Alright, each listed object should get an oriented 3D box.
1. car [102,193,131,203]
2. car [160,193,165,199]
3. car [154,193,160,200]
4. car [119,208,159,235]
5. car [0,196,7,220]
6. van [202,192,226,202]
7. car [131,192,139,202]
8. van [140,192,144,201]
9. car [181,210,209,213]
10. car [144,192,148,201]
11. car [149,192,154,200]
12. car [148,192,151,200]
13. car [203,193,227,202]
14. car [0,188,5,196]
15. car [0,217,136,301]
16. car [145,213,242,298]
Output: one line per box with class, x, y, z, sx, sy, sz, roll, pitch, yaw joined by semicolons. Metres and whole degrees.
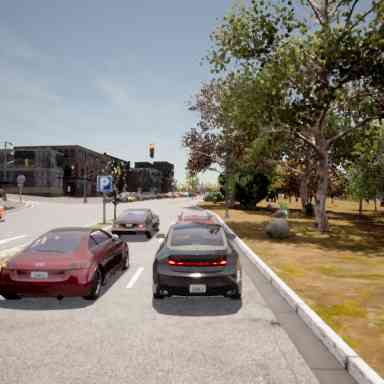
car;-14.456;1.358;62.804;4.792;1.488;2.163;-1;0;-15
car;-11.019;1.064;89.745;5.566;2.045;2.435;-1;0;-12
car;-11.469;1.357;86.739;4.674;1.452;2.002;-1;0;-12
car;-2.847;1.572;17.654;2.033;1.411;5.357;0;0;1
car;-16.632;1.404;24.997;4.553;1.767;2.185;-1;0;-19
van;4.271;1.042;65.402;4.442;1.987;1.878;1;0;-14
car;-13.812;1.315;65.796;5.366;1.575;1.946;-1;0;-15
van;-13.254;1.093;71.788;4.442;1.987;1.878;-1;0;-14
car;0.155;1.625;17.749;1.895;1.301;4.718;0;0;0
car;-13.026;1.321;74.759;4.892;1.521;2.231;-1;0;-14
car;-12.283;1.359;80.757;4.674;1.452;2.002;-1;0;-13
car;-12.654;1.359;77.755;4.674;1.452;2.002;-1;0;-13
car;4.654;1.141;68.372;4.553;1.767;2.185;1;0;-14
car;-31.175;0.137;53.669;2.002;1.452;4.674;6;-3;-19
car;-2.903;1.574;8.434;1.994;1.385;4.181;0;0;1
car;0.107;1.515;8.481;1.837;1.490;4.892;0;0;0
